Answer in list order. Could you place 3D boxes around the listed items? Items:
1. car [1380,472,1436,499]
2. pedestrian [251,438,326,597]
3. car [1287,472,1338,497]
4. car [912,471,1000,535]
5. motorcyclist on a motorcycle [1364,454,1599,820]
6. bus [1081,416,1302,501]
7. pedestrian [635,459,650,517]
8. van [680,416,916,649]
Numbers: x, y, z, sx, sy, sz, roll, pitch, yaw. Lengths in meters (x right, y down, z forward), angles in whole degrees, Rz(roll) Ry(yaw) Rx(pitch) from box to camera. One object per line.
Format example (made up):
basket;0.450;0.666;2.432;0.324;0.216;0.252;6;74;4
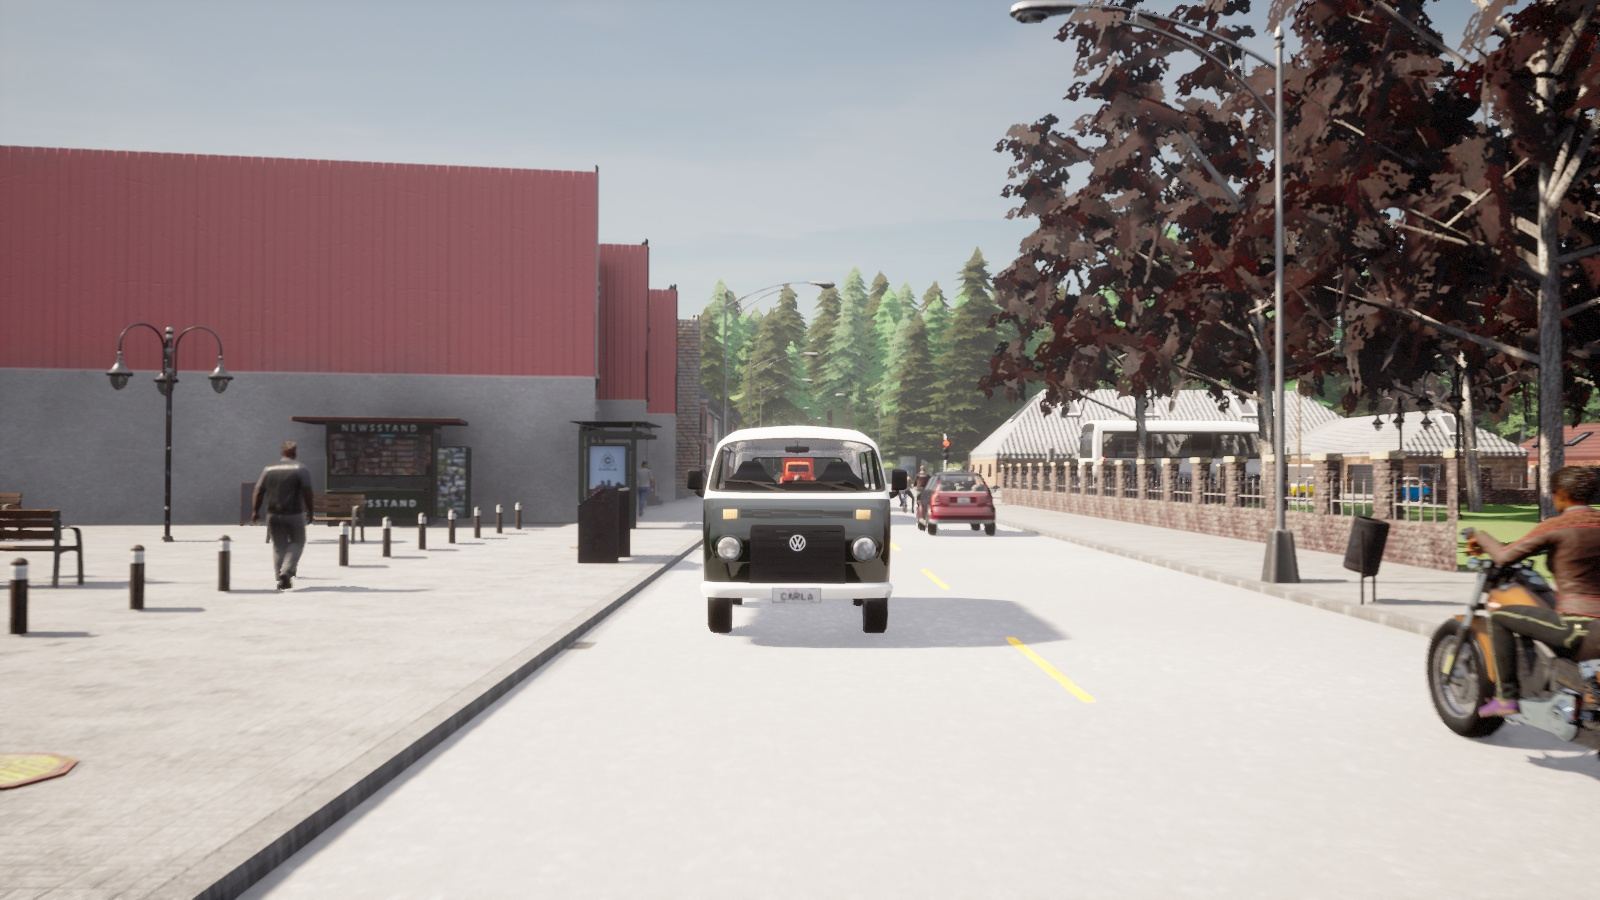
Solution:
car;31.877;1.844;65.861;2.207;1.376;1.481;-1;-1;-1
pedestrian;-6.205;0.805;15.273;0.563;1.883;0.849;0;-1;0
car;28.498;1.925;69.845;2.207;1.376;1.481;0;-1;1
car;3.954;1.318;32.274;1.789;1.549;3.705;0;-1;0
motorcyclist on a motorcycle;3.984;0.863;6.822;0.766;1.649;2.350;0;-1;0
bus;20.352;0.459;65.829;10.273;4.253;3.944;0;-1;-2
pedestrian;-5.065;1.222;40.461;0.354;1.836;0.706;0;-1;3
van;-0.026;0.761;13.290;2.069;2.038;4.480;0;-1;0
